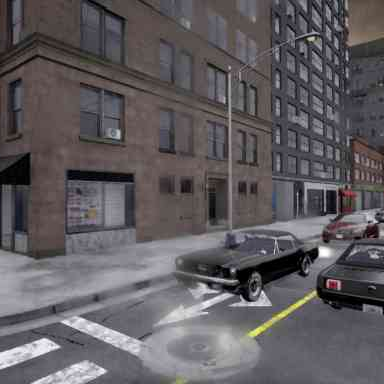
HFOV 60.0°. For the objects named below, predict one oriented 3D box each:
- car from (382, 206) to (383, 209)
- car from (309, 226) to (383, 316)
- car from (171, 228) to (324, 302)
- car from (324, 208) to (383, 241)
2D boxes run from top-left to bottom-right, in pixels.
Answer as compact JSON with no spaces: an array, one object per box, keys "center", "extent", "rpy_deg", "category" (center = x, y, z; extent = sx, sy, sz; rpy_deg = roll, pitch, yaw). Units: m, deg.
[{"center":[15.558,1.824,25.887],"extent":[2.128,1.511,4.902],"rpy_deg":[-1,-1,39],"category":"car"},{"center":[4.385,1.677,7.218],"extent":[1.895,1.301,4.718],"rpy_deg":[-1,-1,39],"category":"car"},{"center":[1.645,1.717,8.812],"extent":[1.895,1.301,4.718],"rpy_deg":[-1,-1,40],"category":"car"},{"center":[8.067,1.741,16.676],"extent":[1.812,1.442,4.674],"rpy_deg":[-1,-1,39],"category":"car"}]
